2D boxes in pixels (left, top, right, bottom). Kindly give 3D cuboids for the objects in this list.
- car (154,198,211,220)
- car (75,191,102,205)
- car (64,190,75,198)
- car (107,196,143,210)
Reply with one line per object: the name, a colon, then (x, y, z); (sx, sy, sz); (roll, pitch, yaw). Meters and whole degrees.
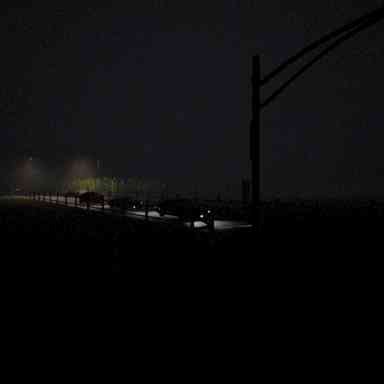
car: (-0.854, 1.180, 24.355); (2.033, 1.411, 5.357); (0, 1, -35)
car: (-12.444, 0.744, 41.067); (1.882, 1.535, 5.008); (0, 1, -35)
car: (-22.508, 0.356, 62.019); (1.882, 1.535, 5.008); (0, 1, -35)
car: (-6.586, 1.052, 32.610); (1.895, 1.301, 4.718); (0, 1, -35)
